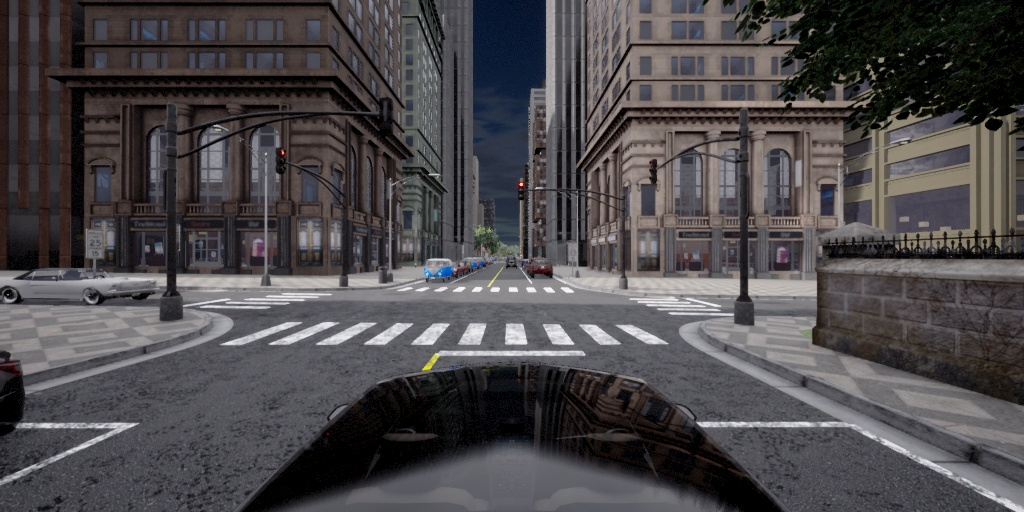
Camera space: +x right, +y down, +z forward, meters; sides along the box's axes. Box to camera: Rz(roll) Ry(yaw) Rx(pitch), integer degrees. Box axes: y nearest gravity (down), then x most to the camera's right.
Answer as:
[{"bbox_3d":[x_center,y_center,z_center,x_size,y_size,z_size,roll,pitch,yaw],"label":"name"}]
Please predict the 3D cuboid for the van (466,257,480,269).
[{"bbox_3d":[-5.855,1.132,50.207,1.690,1.789,3.998,0,0,0],"label":"van"}]

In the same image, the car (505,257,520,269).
[{"bbox_3d":[-0.058,1.310,59.099,1.837,1.490,4.892,0,0,1],"label":"car"}]

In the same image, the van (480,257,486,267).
[{"bbox_3d":[-5.876,1.148,61.090,1.690,1.789,3.998,0,0,0],"label":"van"}]

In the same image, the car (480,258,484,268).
[{"bbox_3d":[-5.866,1.344,55.649,1.888,1.381,4.507,0,0,0],"label":"car"}]

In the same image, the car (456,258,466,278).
[{"bbox_3d":[-5.824,1.209,33.884,1.967,1.591,4.097,0,0,0],"label":"car"}]

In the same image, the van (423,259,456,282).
[{"bbox_3d":[-5.814,1.104,28.443,1.690,1.789,3.998,0,0,0],"label":"van"}]

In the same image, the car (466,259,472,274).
[{"bbox_3d":[-5.834,1.321,39.324,1.888,1.381,4.507,0,0,0],"label":"car"}]

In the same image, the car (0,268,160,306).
[{"bbox_3d":[-16.564,1.119,13.688,4.718,1.301,1.895,1,0,0],"label":"car"}]

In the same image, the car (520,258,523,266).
[{"bbox_3d":[2.660,1.350,55.672,2.007,1.370,4.403,0,0,0],"label":"car"}]

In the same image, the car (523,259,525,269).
[{"bbox_3d":[2.691,1.090,39.350,2.192,1.841,5.009,0,0,0],"label":"car"}]

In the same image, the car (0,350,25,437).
[{"bbox_3d":[-5.762,1.316,1.786,1.948,1.339,4.313,0,0,0],"label":"car"}]

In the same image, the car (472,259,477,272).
[{"bbox_3d":[-5.845,1.349,44.766,1.948,1.339,4.313,0,0,0],"label":"car"}]

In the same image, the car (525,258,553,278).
[{"bbox_3d":[2.701,1.084,33.909,2.192,1.841,5.009,0,0,0],"label":"car"}]
